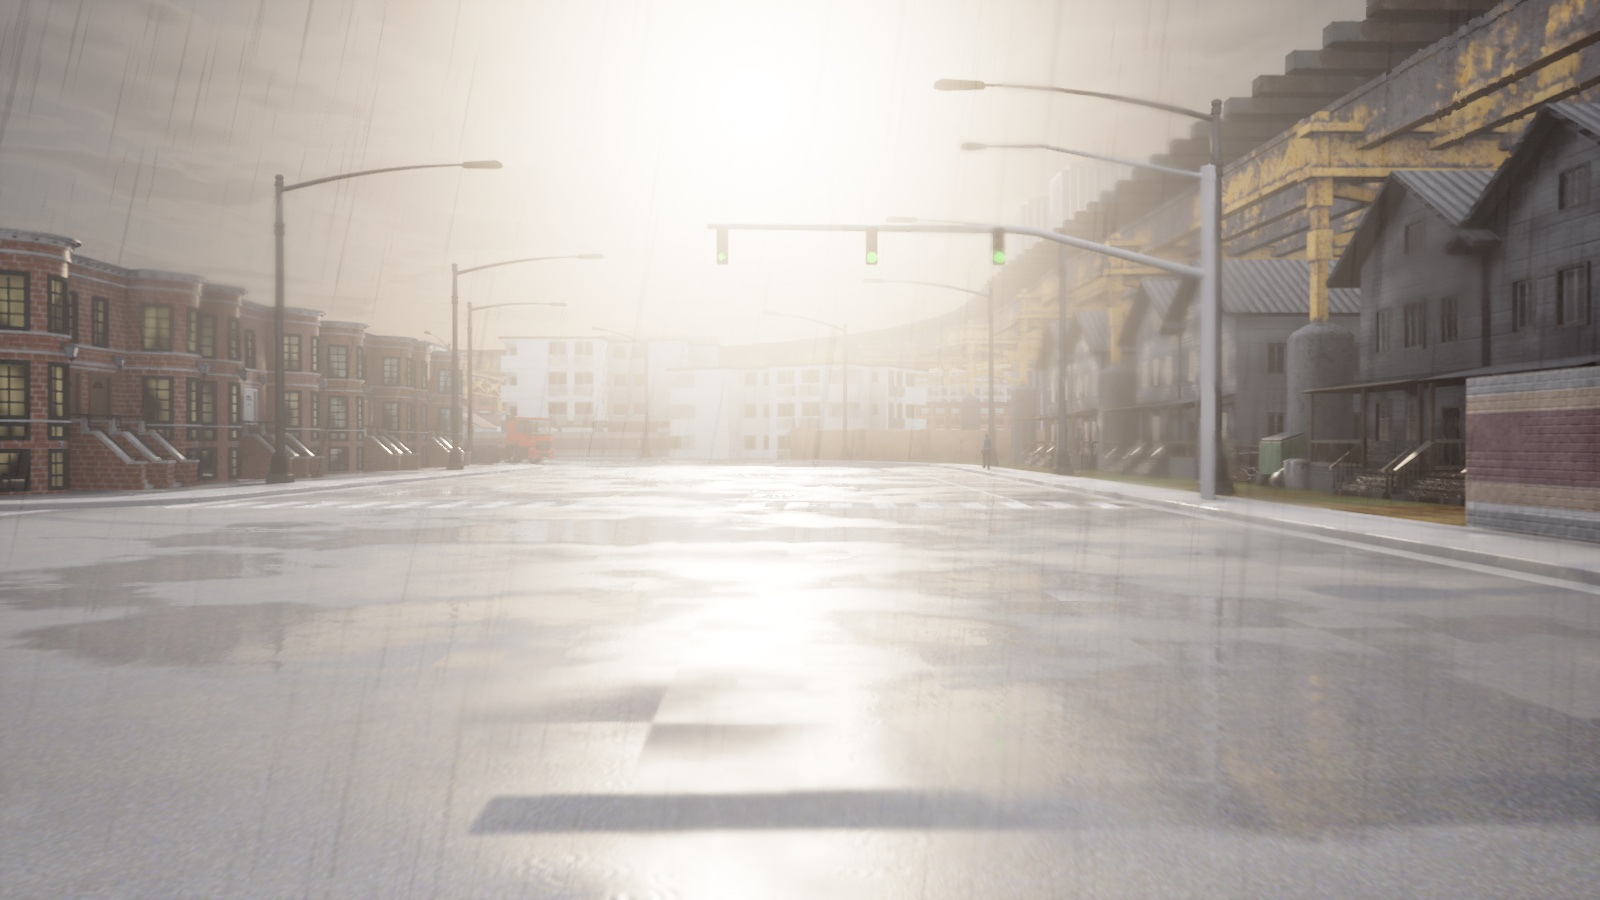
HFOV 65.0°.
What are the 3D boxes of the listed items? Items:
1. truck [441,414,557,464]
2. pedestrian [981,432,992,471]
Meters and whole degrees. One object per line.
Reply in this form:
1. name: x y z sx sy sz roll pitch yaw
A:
1. truck: -21.560 -0.760 89.923 7.936 3.462 2.891 0 0 24
2. pedestrian: 9.201 0.060 61.897 0.396 1.930 0.692 0 0 -2
